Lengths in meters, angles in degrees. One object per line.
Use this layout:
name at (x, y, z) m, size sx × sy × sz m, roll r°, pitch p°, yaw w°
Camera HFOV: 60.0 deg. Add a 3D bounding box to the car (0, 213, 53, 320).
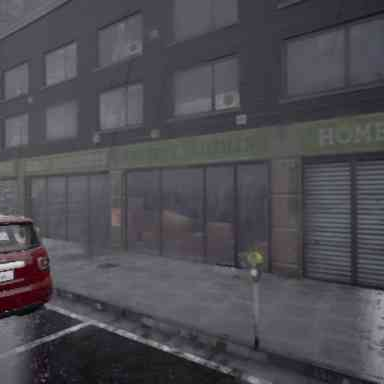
car at (-4.636, 1.285, 6.166) m, size 5.009 × 1.841 × 2.192 m, roll 0°, pitch -1°, yaw 35°
